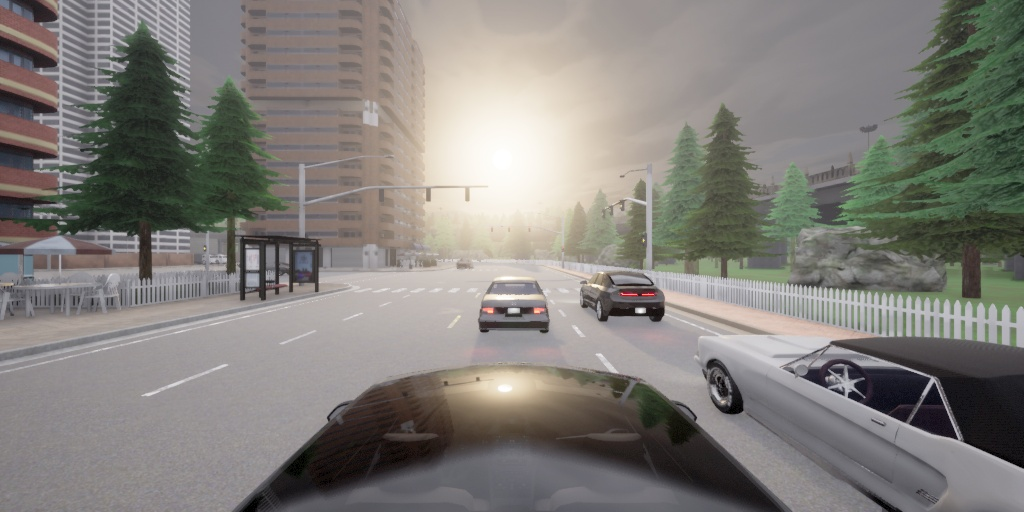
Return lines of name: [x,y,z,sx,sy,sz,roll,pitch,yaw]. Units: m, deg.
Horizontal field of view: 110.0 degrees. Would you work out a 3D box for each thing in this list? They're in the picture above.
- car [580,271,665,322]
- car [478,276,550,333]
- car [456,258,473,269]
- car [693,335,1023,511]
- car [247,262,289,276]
car: [3.571,1.255,12.311,1.837,1.490,4.892,0,0,1]
car: [0.083,1.297,10.724,2.033,1.411,5.357,0,0,1]
car: [-7.193,1.101,54.684,2.097,1.767,4.553,0,0,1]
car: [3.514,1.351,3.048,1.895,1.301,4.718,0,0,1]
car: [-25.157,1.331,37.719,4.674,1.442,1.812,0,0,0]
